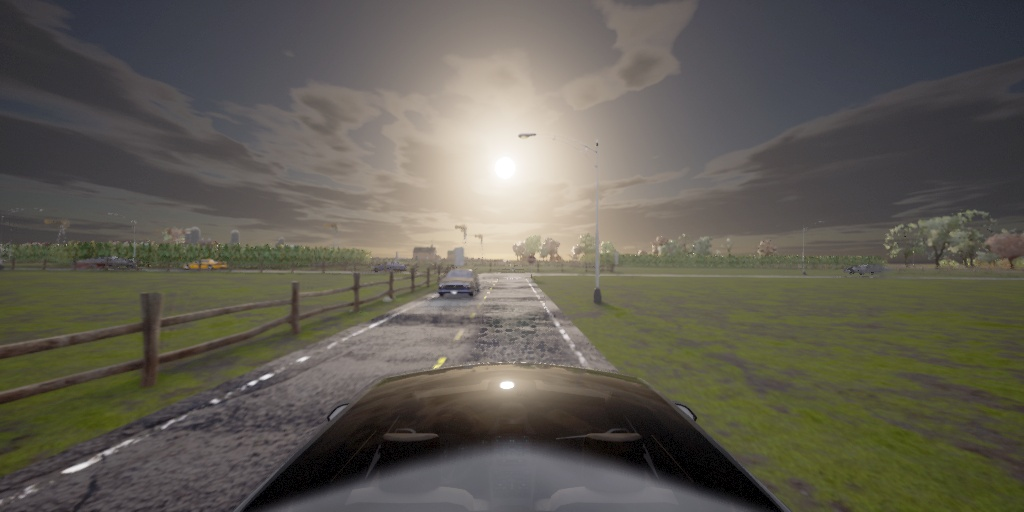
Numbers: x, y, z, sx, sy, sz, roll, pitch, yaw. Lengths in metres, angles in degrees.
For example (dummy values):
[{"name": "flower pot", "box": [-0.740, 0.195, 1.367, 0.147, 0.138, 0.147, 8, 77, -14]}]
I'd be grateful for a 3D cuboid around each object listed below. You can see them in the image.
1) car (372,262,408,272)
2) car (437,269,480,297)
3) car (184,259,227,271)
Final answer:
[{"name": "car", "box": [-16.666, 1.505, 49.089, 4.674, 1.442, 1.812, 1, -1, 0]}, {"name": "car", "box": [-2.847, 1.444, 20.302, 2.033, 1.411, 5.357, 0, 0, 0]}, {"name": "car", "box": [-41.866, 1.204, 48.998, 5.008, 1.535, 1.882, 1, -1, 0]}]
